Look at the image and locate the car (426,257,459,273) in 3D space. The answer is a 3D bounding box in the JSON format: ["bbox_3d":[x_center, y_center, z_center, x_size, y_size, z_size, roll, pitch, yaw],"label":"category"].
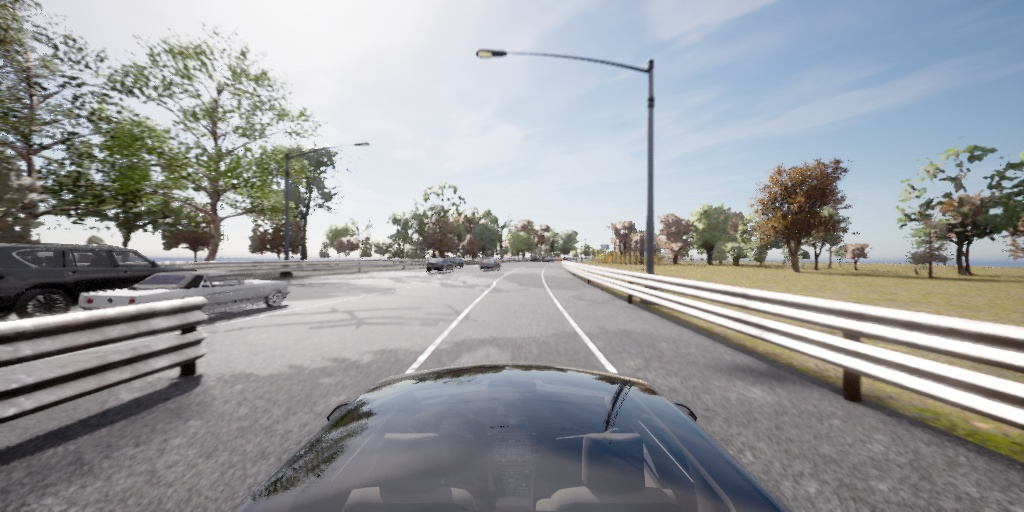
[{"bbox_3d":[-7.770,1.059,39.280,1.837,1.490,4.892,0,0,11],"label":"car"}]

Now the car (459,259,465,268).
[{"bbox_3d":[-8.628,0.927,53.143,2.097,1.767,4.553,0,0,12],"label":"car"}]

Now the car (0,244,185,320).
[{"bbox_3d":[-12.567,0.708,10.755,2.150,2.045,5.566,0,0,9],"label":"car"}]

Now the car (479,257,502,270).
[{"bbox_3d":[-2.763,1.129,46.843,2.033,1.411,5.357,0,0,11],"label":"car"}]

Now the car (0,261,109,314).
[{"bbox_3d":[-16.084,0.952,10.802,1.882,1.535,5.008,0,0,8],"label":"car"}]

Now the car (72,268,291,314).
[{"bbox_3d":[-9.053,1.100,10.671,1.895,1.301,4.718,0,0,9],"label":"car"}]
